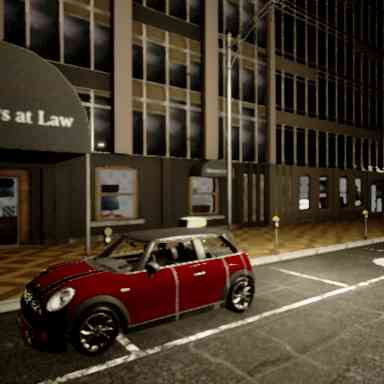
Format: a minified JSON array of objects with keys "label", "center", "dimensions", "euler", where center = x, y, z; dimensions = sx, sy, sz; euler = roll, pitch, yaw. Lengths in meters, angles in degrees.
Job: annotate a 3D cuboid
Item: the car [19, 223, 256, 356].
[{"label":"car","center":[-0.814,1.433,5.980],"dimensions":[4.097,1.590,1.967],"euler":[0,0,-36]}]
